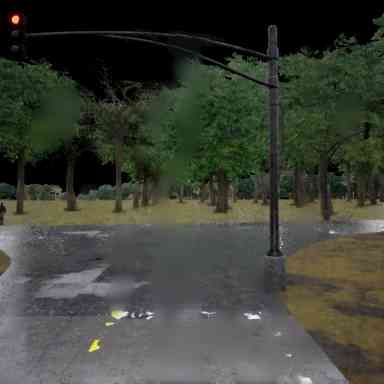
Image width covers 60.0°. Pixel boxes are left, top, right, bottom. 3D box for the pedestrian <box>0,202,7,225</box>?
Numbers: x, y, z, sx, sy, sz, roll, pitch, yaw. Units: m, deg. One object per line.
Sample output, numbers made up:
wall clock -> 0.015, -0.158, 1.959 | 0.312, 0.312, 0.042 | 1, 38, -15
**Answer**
pedestrian -> -15.242, 1.718, 26.759 | 0.375, 1.860, 0.375 | 0, -1, 0
